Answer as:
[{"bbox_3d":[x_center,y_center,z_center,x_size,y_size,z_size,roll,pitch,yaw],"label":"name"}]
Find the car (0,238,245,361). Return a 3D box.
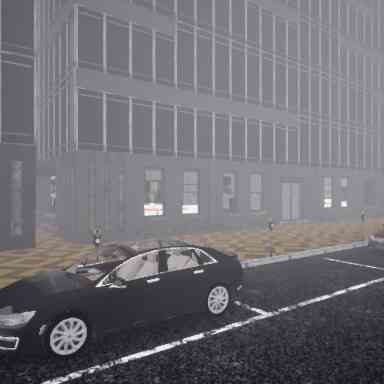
[{"bbox_3d":[-1.016,1.551,5.830,4.403,1.369,2.008,0,0,-35],"label":"car"}]

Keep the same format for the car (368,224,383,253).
[{"bbox_3d":[8.270,1.582,12.417,4.206,1.307,1.802,0,0,-35],"label":"car"}]
